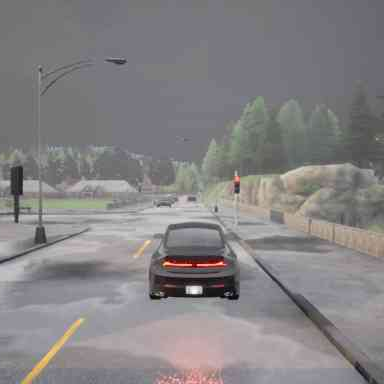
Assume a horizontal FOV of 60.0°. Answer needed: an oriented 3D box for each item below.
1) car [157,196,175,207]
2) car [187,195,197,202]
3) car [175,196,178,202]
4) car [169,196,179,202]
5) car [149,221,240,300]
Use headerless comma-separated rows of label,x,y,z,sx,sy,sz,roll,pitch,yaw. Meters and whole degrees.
car,-4.114,1.564,49.740,1.994,1.385,4.181,0,0,0
car,-0.027,1.324,70.993,1.882,1.535,5.008,0,0,0
car,-4.098,1.505,60.163,1.837,1.490,4.892,0,0,0
car,-4.028,1.590,74.104,1.895,1.301,4.718,0,0,0
car,0.058,1.505,8.375,1.837,1.490,4.892,0,0,0
